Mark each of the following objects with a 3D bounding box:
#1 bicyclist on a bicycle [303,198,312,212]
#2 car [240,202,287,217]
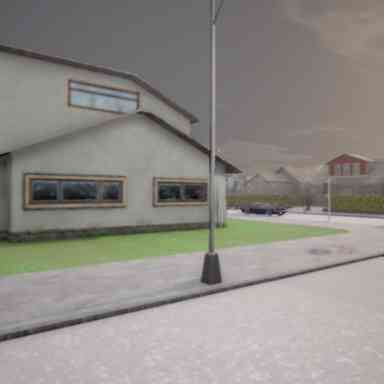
[{"bbox_3d":[13.430,1.491,38.684,1.656,1.620,0.582,0,0,-35],"label":"bicyclist on a bicycle"},{"bbox_3d":[7.079,1.707,33.125,1.895,1.301,4.718,0,0,-35],"label":"car"}]
